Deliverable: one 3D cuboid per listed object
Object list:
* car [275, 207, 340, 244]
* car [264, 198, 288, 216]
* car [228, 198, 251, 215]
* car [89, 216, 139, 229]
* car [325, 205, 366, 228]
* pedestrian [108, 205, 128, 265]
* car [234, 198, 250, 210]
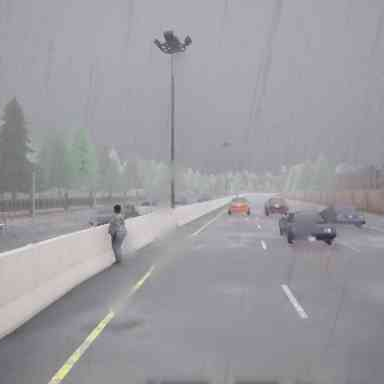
[{"bbox_3d":[5.250,1.601,15.726,1.895,1.301,4.718,0,0,9],"label":"car"},{"bbox_3d":[8.216,1.353,32.711,2.097,1.767,4.553,0,0,10],"label":"car"},{"bbox_3d":[4.911,1.352,34.203,2.097,1.767,4.553,0,0,10],"label":"car"},{"bbox_3d":[-4.760,1.505,20.778,1.837,1.490,4.892,0,0,10],"label":"car"},{"bbox_3d":[9.935,1.548,22.363,2.033,1.411,5.357,0,0,10],"label":"car"},{"bbox_3d":[-2.280,1.294,10.247,0.375,1.860,0.375,0,0,7],"label":"pedestrian"},{"bbox_3d":[6.629,1.564,44.076,1.994,1.385,4.181,0,0,10],"label":"car"}]
